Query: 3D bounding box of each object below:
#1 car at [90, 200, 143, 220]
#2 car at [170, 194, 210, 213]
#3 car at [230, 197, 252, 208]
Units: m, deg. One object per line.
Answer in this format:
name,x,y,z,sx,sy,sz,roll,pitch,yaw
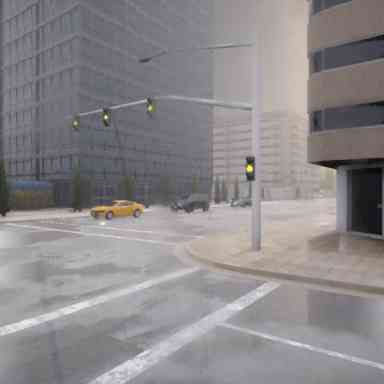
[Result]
car,-6.374,1.477,28.601,1.882,1.535,5.008,0,0,36
car,-0.121,1.220,37.215,2.150,2.045,5.566,0,0,36
car,7.232,1.489,47.322,2.128,1.511,4.902,0,0,36
